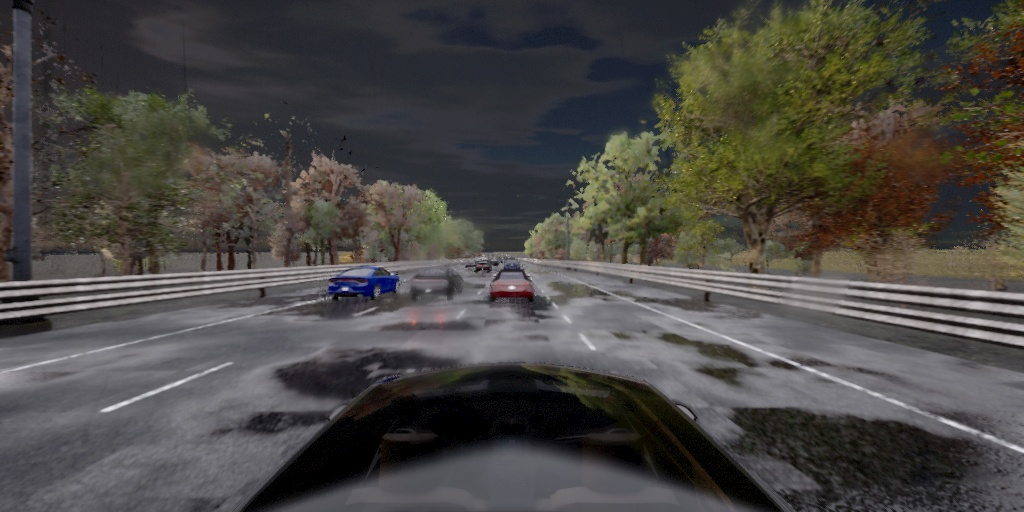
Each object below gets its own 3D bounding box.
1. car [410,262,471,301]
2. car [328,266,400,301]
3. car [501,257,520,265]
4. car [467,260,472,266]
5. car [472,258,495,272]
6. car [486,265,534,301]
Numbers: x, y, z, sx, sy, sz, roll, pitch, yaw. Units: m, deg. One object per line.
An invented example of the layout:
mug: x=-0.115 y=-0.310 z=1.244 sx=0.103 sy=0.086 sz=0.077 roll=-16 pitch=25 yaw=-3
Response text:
car: x=-3.504 y=1.247 z=17.453 sx=2.128 sy=1.511 sz=4.902 roll=0 pitch=0 yaw=0
car: x=-7.004 y=1.234 z=17.533 sx=1.882 sy=1.535 sz=5.008 roll=0 pitch=0 yaw=0
car: x=-0.011 y=1.124 z=47.030 sx=2.097 sy=1.767 sz=4.553 roll=0 pitch=0 yaw=0
car: x=-7.015 y=1.337 z=63.187 sx=2.033 sy=1.411 sz=5.357 roll=0 pitch=0 yaw=0
car: x=-3.511 y=1.278 z=45.133 sx=1.837 sy=1.490 sz=4.892 roll=0 pitch=0 yaw=0
car: x=-0.006 y=1.320 z=17.379 sx=1.994 sy=1.385 sz=4.181 roll=0 pitch=0 yaw=0
